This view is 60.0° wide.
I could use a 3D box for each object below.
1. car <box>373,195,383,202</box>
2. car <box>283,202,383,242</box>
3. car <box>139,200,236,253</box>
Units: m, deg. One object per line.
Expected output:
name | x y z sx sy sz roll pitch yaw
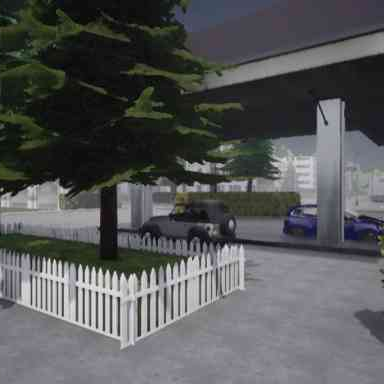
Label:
car | 33.770 1.262 59.721 2.007 1.523 4.514 0 0 35
car | 6.637 1.437 15.393 4.611 1.667 2.242 0 0 35
car | -0.160 1.270 13.231 3.866 1.878 1.905 0 0 35
